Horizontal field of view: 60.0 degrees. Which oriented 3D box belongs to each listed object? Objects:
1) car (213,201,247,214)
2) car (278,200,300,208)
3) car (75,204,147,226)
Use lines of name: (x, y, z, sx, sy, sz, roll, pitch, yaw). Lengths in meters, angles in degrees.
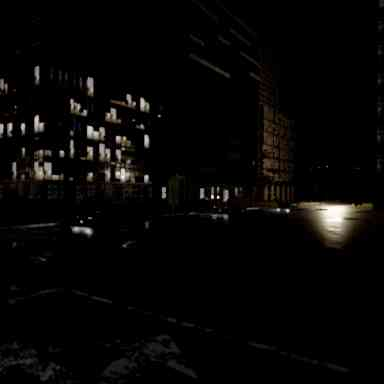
car: (4.290, 1.698, 37.181, 1.895, 1.301, 4.718, 1, 0, 37)
car: (14.904, 1.831, 51.260, 1.895, 1.301, 4.718, 1, 0, 37)
car: (-5.624, 1.569, 23.881, 2.033, 1.411, 5.357, 1, 0, 37)
